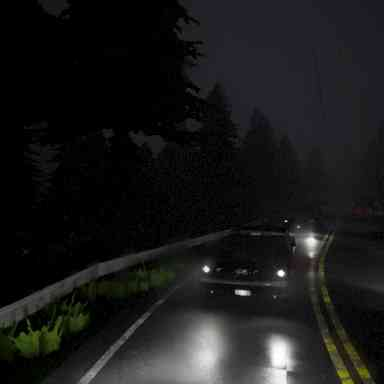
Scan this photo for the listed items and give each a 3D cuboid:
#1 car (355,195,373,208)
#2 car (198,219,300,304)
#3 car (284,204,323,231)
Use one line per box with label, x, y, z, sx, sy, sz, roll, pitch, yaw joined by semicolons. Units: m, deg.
car;20.831;1.056;40.163;2.128;1.511;4.902;-2;0;28
car;1.646;1.598;8.434;1.895;1.301;4.718;-1;0;18
car;6.865;1.458;20.218;2.033;1.411;5.357;-2;0;26
